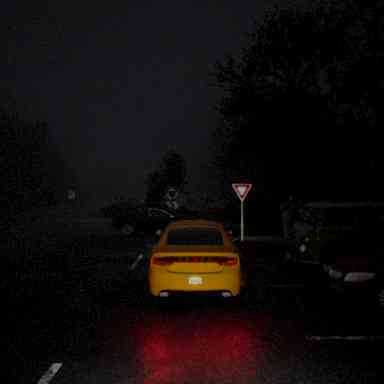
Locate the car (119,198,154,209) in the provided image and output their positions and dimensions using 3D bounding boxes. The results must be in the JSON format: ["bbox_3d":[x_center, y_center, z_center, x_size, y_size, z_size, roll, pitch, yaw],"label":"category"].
[{"bbox_3d":[-8.315,1.727,50.216,4.892,1.521,2.231,0,1,0],"label":"car"}]

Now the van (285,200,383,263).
[{"bbox_3d":[4.916,1.224,9.373,4.442,1.987,1.878,-1,0,0],"label":"van"}]

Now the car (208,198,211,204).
[{"bbox_3d":[4.734,1.859,41.888,4.792,1.488,2.163,0,1,0],"label":"car"}]

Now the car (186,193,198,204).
[{"bbox_3d":[-0.189,1.560,66.100,1.882,1.535,5.008,0,1,0],"label":"car"}]

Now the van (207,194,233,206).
[{"bbox_3d":[4.872,1.399,58.627,4.442,1.987,1.878,0,1,0],"label":"van"}]

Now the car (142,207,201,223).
[{"bbox_3d":[-1.722,1.942,28.543,4.718,1.301,1.895,-1,-3,10],"label":"car"}]

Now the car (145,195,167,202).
[{"bbox_3d":[-8.363,1.543,77.966,4.792,1.488,2.163,0,0,0],"label":"car"}]

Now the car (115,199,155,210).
[{"bbox_3d":[-8.134,1.757,47.440,5.366,1.575,1.946,0,1,0],"label":"car"}]

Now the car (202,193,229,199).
[{"bbox_3d":[4.786,1.441,52.964,5.566,2.045,2.435,0,1,0],"label":"car"}]

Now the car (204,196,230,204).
[{"bbox_3d":[4.781,1.604,64.040,4.792,1.488,2.163,0,0,0],"label":"car"}]

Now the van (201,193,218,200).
[{"bbox_3d":[4.856,1.237,91.864,4.442,1.987,1.878,0,0,0],"label":"van"}]

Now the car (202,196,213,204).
[{"bbox_3d":[4.575,1.758,47.428,5.366,1.575,1.946,0,1,0],"label":"car"}]

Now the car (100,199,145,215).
[{"bbox_3d":[-8.345,1.893,39.113,4.792,1.488,2.163,0,1,0],"label":"car"}]

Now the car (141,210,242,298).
[{"bbox_3d":[0.069,1.450,8.538,1.882,1.535,5.008,0,0,0],"label":"car"}]

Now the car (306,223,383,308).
[{"bbox_3d":[5.044,1.501,6.701,4.674,1.452,2.002,0,0,0],"label":"car"}]

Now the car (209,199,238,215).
[{"bbox_3d":[4.760,1.897,36.471,5.008,1.535,2.097,0,1,0],"label":"car"}]

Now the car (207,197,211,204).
[{"bbox_3d":[4.759,1.835,44.658,4.674,1.452,2.002,0,1,0],"label":"car"}]

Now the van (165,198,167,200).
[{"bbox_3d":[-8.215,1.308,72.413,4.442,1.987,1.878,0,0,0],"label":"van"}]

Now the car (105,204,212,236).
[{"bbox_3d":[-1.703,1.549,17.491,4.902,1.511,2.128,0,-3,15],"label":"car"}]

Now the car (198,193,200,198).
[{"bbox_3d":[4.716,1.253,80.657,5.566,2.045,2.435,0,0,0],"label":"car"}]

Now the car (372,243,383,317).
[{"bbox_3d":[5.043,1.515,3.916,4.674,1.452,2.002,0,0,0],"label":"car"}]

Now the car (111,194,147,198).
[{"bbox_3d":[-8.290,1.543,44.661,5.566,2.045,2.435,0,1,0],"label":"car"}]

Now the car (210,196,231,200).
[{"bbox_3d":[4.796,1.737,39.241,4.553,1.767,2.185,0,1,0],"label":"car"}]

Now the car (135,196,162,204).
[{"bbox_3d":[-8.333,1.575,64.085,4.892,1.521,2.231,0,1,0],"label":"car"}]
